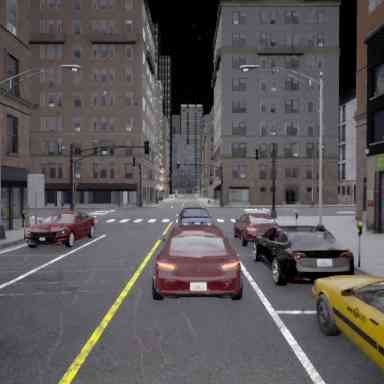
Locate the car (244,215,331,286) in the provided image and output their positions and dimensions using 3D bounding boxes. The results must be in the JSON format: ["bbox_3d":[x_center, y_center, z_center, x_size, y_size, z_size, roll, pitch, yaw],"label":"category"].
[{"bbox_3d":[2.868,1.563,9.264,1.947,1.339,4.313,-1,0,0],"label":"car"}]

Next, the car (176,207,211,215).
[{"bbox_3d":[0.136,1.542,18.253,2.033,1.411,5.357,0,0,-3],"label":"car"}]

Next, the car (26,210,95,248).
[{"bbox_3d":[-5.676,1.540,14.849,1.887,1.381,4.507,-1,0,0],"label":"car"}]

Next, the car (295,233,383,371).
[{"bbox_3d":[2.866,1.524,3.848,1.752,1.417,4.829,-1,0,0],"label":"car"}]

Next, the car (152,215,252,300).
[{"bbox_3d":[0.100,1.523,8.233,1.812,1.442,4.674,0,0,0],"label":"car"}]

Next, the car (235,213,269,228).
[{"bbox_3d":[2.869,1.577,14.850,1.802,1.307,4.206,-1,0,0],"label":"car"}]
